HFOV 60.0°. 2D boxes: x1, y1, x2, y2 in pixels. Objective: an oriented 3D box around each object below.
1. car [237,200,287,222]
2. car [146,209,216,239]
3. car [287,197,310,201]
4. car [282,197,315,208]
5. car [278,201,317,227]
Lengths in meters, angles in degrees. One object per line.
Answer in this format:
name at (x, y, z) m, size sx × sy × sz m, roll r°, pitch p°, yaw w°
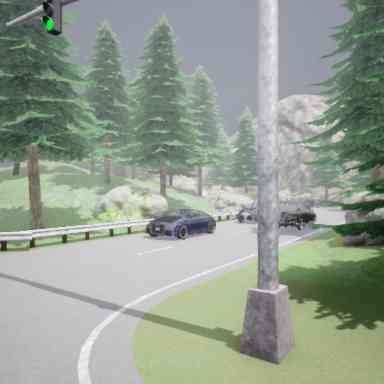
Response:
car at (5.206, 1.506, 25.568) m, size 2.128 × 1.511 × 4.902 m, roll 0°, pitch 0°, yaw 35°
car at (-0.490, 1.578, 17.415) m, size 1.994 × 1.385 × 4.181 m, roll 0°, pitch 0°, yaw 35°
car at (10.843, 1.520, 34.090) m, size 1.837 × 1.490 × 4.892 m, roll 0°, pitch 0°, yaw 28°
car at (16.226, 1.527, 50.858) m, size 1.882 × 1.535 × 5.008 m, roll 2°, pitch -1°, yaw -25°
car at (6.446, 1.542, 21.061) m, size 1.882 × 1.535 × 5.008 m, roll 0°, pitch -1°, yaw 35°
